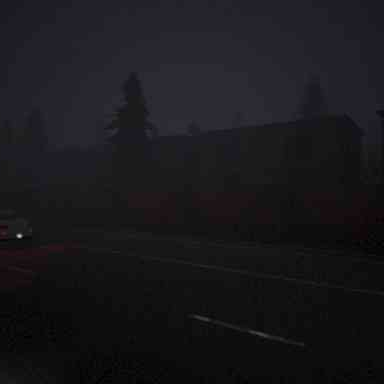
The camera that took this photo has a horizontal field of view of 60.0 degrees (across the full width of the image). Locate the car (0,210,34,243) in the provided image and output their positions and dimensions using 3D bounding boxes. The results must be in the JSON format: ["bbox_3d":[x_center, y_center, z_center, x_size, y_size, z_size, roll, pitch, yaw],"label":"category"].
[{"bbox_3d":[-8.705,1.491,14.479,4.674,1.442,1.812,0,0,35],"label":"car"}]
